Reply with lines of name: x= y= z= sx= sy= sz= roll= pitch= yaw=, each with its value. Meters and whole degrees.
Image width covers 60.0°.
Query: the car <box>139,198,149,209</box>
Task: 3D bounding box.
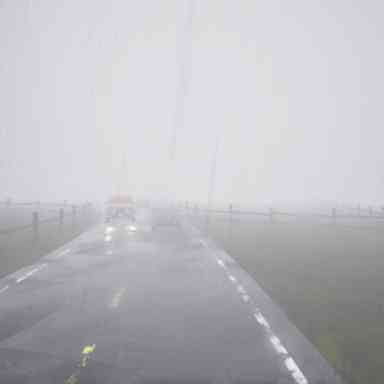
car: x=-6.176 y=1.494 z=40.786 sx=1.837 sy=1.490 sz=4.892 roll=0 pitch=0 yaw=-16

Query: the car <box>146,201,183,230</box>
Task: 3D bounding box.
car: x=-1.722 y=1.558 z=21.328 sx=2.033 sy=1.411 sz=5.357 roll=-1 pitch=0 yaw=-9

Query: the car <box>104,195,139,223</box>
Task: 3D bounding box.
car: x=-5.518 y=1.235 z=25.917 sx=2.150 sy=2.045 sz=5.566 roll=0 pitch=0 yaw=-11
